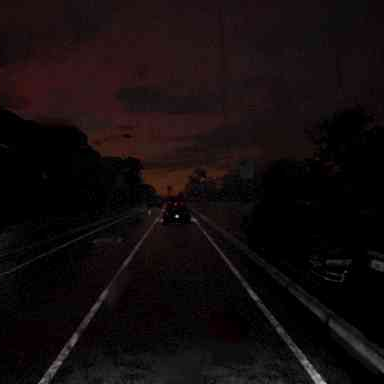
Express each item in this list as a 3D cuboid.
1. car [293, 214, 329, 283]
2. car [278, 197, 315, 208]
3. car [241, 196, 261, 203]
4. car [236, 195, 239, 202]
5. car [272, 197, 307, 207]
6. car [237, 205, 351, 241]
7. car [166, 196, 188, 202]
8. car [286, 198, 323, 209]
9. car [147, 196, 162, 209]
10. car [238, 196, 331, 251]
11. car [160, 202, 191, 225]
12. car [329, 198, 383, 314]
[{"bbox_3d":[5.268,1.414,7.884,4.892,1.521,2.231,-1,0,-3],"label":"car"},{"bbox_3d":[16.131,1.629,51.302,5.008,1.535,2.097,-1,-1,-3],"label":"car"},{"bbox_3d":[14.570,1.802,82.148,4.553,1.767,2.185,-1,-1,-3],"label":"car"},{"bbox_3d":[14.337,2.000,85.308,4.674,1.452,2.002,-1,-1,-3],"label":"car"},{"bbox_3d":[15.952,1.662,54.570,4.892,1.521,2.231,-1,-1,-3],"label":"car"},{"bbox_3d":[4.822,1.451,16.277,4.892,1.521,2.231,-1,0,-3],"label":"car"},{"bbox_3d":[-1.971,1.502,40.959,2.150,2.045,5.566,-1,0,-3],"label":"car"},{"bbox_3d":[16.285,1.639,48.157,4.674,1.452,2.002,-1,-1,-3],"label":"car"},{"bbox_3d":[-6.024,1.672,54.462,2.150,2.045,5.566,-1,0,-3],"label":"car"},{"bbox_3d":[4.997,1.183,13.483,5.566,2.045,2.435,-1,0,-3],"label":"car"},{"bbox_3d":[-1.146,1.685,25.155,1.994,1.385,4.181,-1,0,-3],"label":"car"},{"bbox_3d":[5.434,1.158,5.084,5.566,2.045,2.435,-1,0,-3],"label":"car"}]
